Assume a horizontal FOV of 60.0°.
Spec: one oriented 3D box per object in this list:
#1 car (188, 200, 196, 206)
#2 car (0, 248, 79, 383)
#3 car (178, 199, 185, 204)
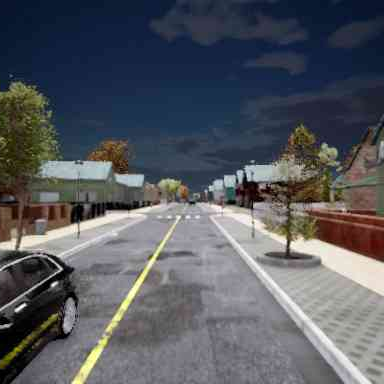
[{"bbox_3d":[-0.010,2.705,83.468,1.837,1.490,4.892,0,-1,0],"label":"car"},{"bbox_3d":[-2.851,1.552,3.901,1.837,1.490,4.892,0,-1,0],"label":"car"},{"bbox_3d":[-2.760,2.584,90.560,2.033,1.411,5.357,0,-1,0],"label":"car"}]
